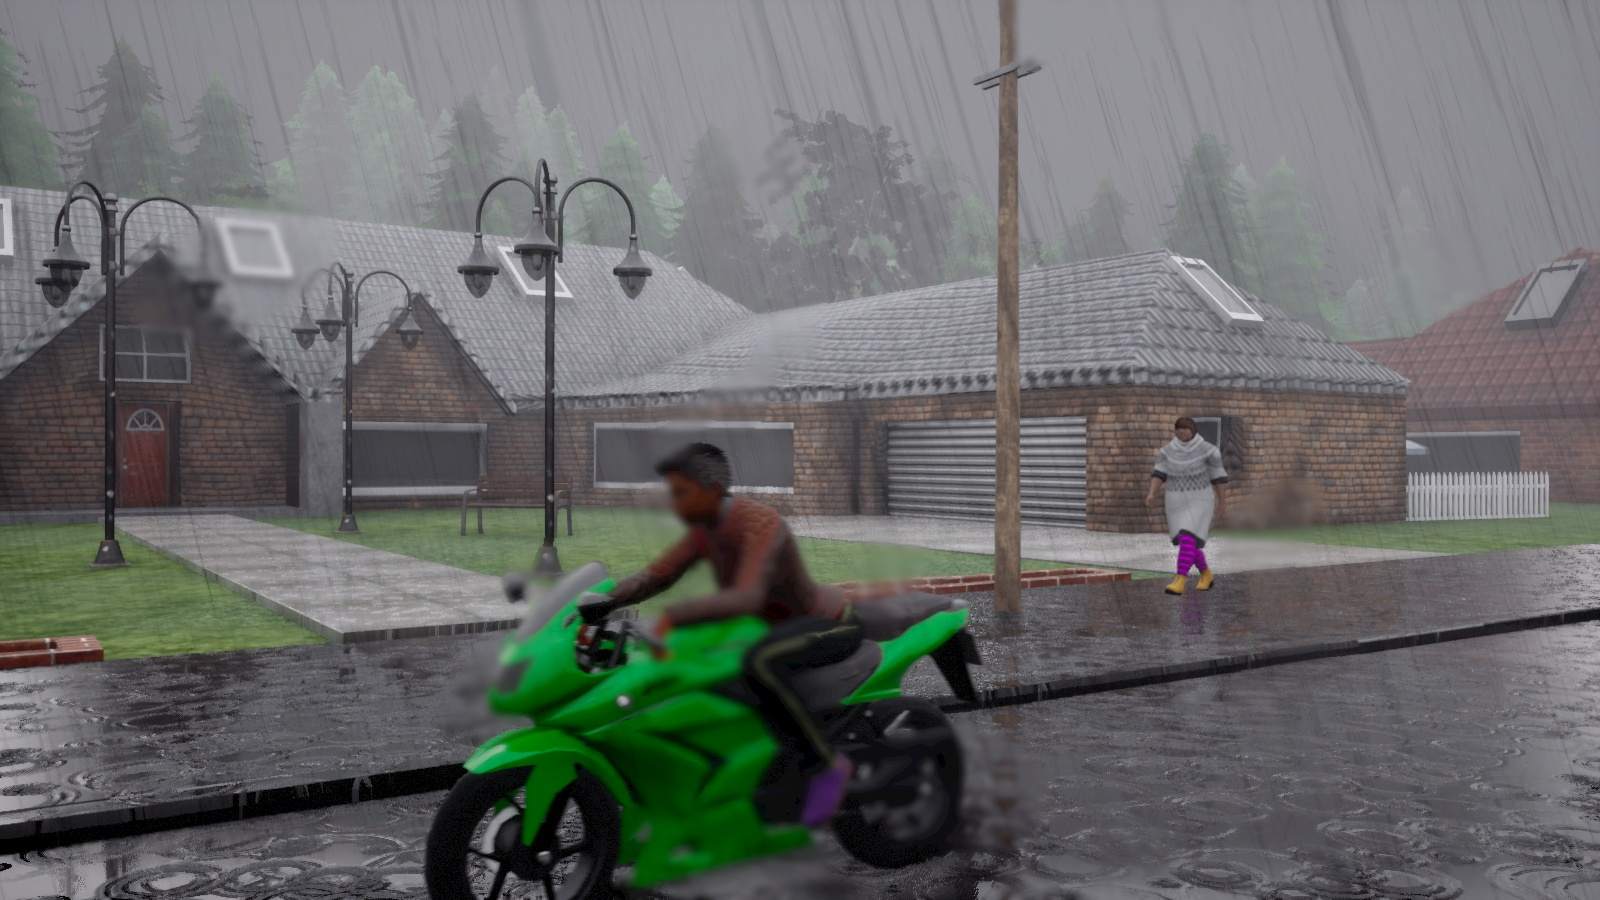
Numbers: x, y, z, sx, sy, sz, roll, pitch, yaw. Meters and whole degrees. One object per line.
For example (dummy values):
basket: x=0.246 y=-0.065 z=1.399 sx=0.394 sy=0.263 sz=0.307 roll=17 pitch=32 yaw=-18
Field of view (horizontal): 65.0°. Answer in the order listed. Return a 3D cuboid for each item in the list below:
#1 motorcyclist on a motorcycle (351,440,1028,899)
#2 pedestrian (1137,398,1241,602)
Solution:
motorcyclist on a motorcycle: x=-0.294 y=0.737 z=4.059 sx=2.044 sy=1.523 sz=0.797 roll=0 pitch=0 yaw=-34
pedestrian: x=3.892 y=0.477 z=12.541 sx=0.659 sy=1.952 sz=0.873 roll=0 pitch=0 yaw=45
